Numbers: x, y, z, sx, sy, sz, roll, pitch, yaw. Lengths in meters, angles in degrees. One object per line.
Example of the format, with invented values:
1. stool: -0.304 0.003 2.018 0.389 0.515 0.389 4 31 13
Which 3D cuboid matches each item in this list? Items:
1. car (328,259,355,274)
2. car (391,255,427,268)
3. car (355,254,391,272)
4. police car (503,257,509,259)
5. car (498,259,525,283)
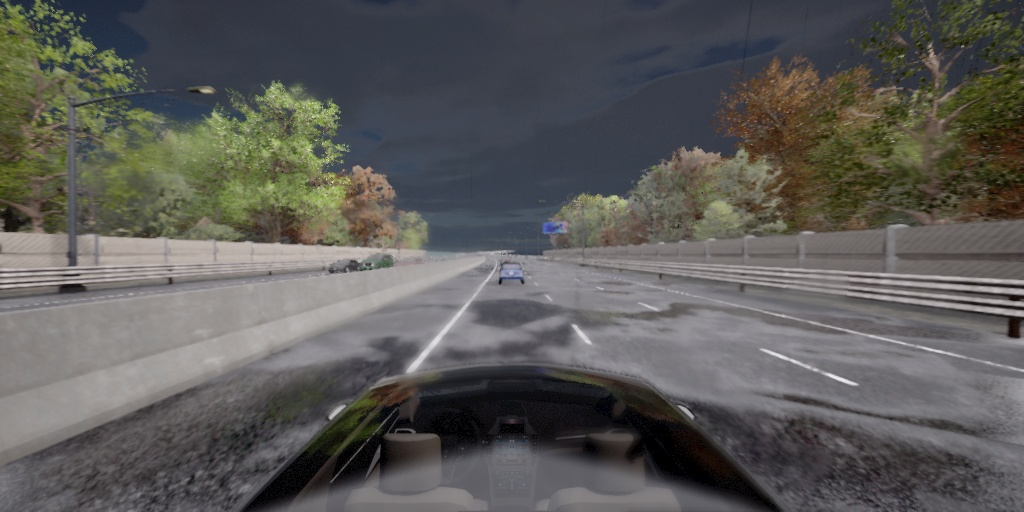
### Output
1. car: -17.928 1.091 38.630 1.837 1.490 4.892 0 0 -1
2. car: -10.927 0.929 38.400 2.097 1.767 4.553 0 0 -1
3. car: -14.424 0.802 38.579 2.150 2.045 5.566 0 0 -1
4. police car: -0.887 0.953 59.871 2.038 1.542 4.974 0 0 -1
5. car: -0.056 1.174 26.101 2.033 1.411 5.357 0 0 -1
